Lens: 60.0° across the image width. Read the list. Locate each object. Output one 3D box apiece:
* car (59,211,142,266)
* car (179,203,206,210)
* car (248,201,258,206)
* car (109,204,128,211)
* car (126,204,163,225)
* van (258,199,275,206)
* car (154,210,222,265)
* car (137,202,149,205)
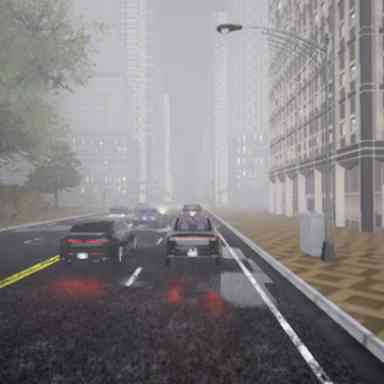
[{"bbox_3d":[-3.205,1.662,12.153,1.837,1.490,4.892,0,-1,0],"label":"car"},{"bbox_3d":[0.041,1.719,27.215,2.097,1.767,4.553,0,-1,0],"label":"car"},{"bbox_3d":[17.080,2.933,86.981,4.829,1.417,1.752,0,-1,2],"label":"car"},{"bbox_3d":[-9.860,2.252,45.178,1.895,1.301,4.718,0,-1,0],"label":"car"},{"bbox_3d":[-3.230,1.885,25.125,2.033,1.411,5.357,0,-1,0],"label":"car"},{"bbox_3d":[18.352,2.612,78.814,3.998,1.788,1.690,0,-1,2],"label":"van"},{"bbox_3d":[0.042,1.651,12.276,2.128,1.511,4.902,0,-1,1],"label":"car"},{"bbox_3d":[-6.603,2.136,44.716,2.128,1.511,4.902,0,-1,0],"label":"car"}]
